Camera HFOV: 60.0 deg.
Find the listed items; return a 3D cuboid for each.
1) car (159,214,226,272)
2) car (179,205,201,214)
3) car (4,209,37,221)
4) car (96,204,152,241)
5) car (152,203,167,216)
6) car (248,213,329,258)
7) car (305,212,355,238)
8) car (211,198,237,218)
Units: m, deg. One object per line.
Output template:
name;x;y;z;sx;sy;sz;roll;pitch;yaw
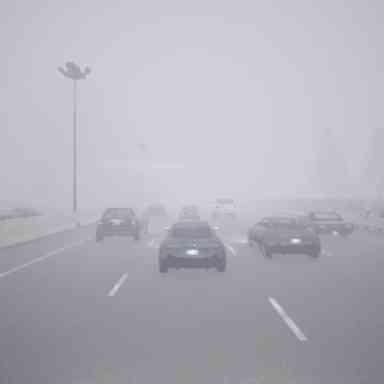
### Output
car;-0.008;1.640;11.106;1.994;1.385;4.181;0;-1;-1
car;-0.206;1.878;29.556;2.033;1.411;5.357;0;-1;-1
car;-14.348;1.941;27.728;1.994;1.385;4.181;0;-1;0
car;-3.582;1.529;17.851;2.097;1.767;4.553;0;-1;-1
car;-3.781;1.931;36.569;1.882;1.535;5.008;0;-1;-1
car;3.470;1.646;13.204;1.994;1.385;4.181;0;-1;-1
car;6.916;1.731;18.323;1.895;1.301;4.718;0;-1;-1
car;3.241;1.606;34.367;2.150;2.045;5.566;0;-1;-1
